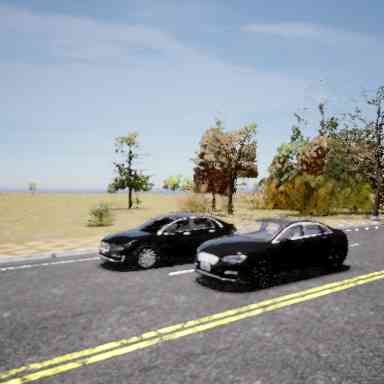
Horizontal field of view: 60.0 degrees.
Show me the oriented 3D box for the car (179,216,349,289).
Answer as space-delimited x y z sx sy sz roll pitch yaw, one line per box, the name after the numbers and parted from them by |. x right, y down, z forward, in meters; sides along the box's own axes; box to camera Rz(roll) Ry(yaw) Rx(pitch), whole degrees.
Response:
2.345 1.489 9.192 4.902 1.511 2.128 0 0 -34 | car

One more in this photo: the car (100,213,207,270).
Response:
-0.591 1.499 11.123 4.892 1.490 1.837 0 0 -34 | car
